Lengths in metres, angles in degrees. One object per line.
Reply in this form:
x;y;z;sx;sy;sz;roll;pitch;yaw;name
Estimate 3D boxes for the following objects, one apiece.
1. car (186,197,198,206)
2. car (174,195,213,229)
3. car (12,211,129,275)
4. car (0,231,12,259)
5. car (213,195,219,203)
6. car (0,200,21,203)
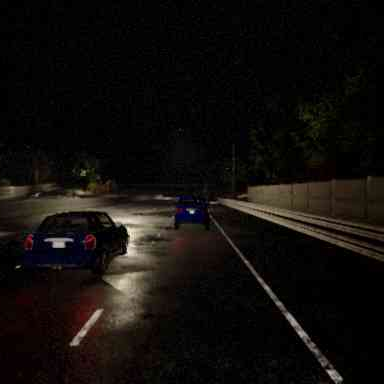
0.037;1.632;58.542;2.128;1.511;4.902;0;0;1;car
0.001;1.255;21.957;2.150;2.045;5.566;0;0;0;car
-3.398;1.364;10.614;2.097;1.767;4.553;0;0;0;car
-6.898;1.612;9.663;1.895;1.301;4.718;0;0;0;car
6.383;1.867;91.842;2.150;2.045;5.566;0;-1;24;car
-21.079;1.625;38.559;2.033;1.411;5.357;0;0;0;car
